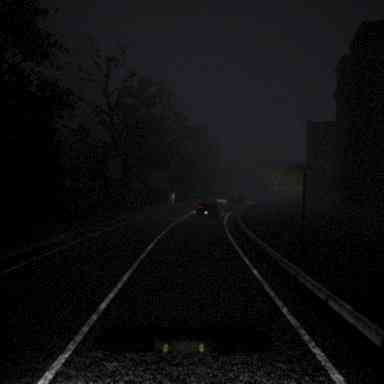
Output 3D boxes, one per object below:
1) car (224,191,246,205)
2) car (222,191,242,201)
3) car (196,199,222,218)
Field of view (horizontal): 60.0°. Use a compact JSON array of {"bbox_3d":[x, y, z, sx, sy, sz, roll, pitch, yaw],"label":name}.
[{"bbox_3d":[6.520,0.959,48.419,1.882,1.535,5.008,2,3,21],"label":"car"},{"bbox_3d":[7.071,0.592,58.060,1.812,1.442,4.674,3,3,27],"label":"car"},{"bbox_3d":[1.524,1.388,29.330,1.837,1.490,4.892,1,1,9],"label":"car"}]
